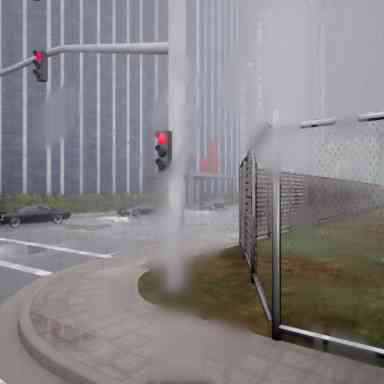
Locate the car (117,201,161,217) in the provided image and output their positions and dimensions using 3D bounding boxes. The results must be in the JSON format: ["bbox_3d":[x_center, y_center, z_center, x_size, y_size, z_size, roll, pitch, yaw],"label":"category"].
[{"bbox_3d":[-4.766,1.508,30.207,1.994,1.385,4.181,0,0,36],"label":"car"}]

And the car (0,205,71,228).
[{"bbox_3d":[-10.612,1.545,22.065,1.895,1.301,4.718,0,0,36],"label":"car"}]

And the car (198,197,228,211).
[{"bbox_3d":[2.584,1.448,40.425,1.837,1.490,4.892,0,0,36],"label":"car"}]
